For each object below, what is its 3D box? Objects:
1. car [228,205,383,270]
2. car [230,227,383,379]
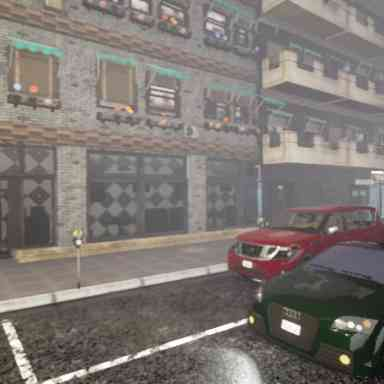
[{"bbox_3d":[3.290,1.292,8.916,5.009,1.841,2.192,0,0,-36],"label":"car"},{"bbox_3d":[2.893,1.548,5.432,4.181,1.385,1.994,0,0,-35],"label":"car"}]
